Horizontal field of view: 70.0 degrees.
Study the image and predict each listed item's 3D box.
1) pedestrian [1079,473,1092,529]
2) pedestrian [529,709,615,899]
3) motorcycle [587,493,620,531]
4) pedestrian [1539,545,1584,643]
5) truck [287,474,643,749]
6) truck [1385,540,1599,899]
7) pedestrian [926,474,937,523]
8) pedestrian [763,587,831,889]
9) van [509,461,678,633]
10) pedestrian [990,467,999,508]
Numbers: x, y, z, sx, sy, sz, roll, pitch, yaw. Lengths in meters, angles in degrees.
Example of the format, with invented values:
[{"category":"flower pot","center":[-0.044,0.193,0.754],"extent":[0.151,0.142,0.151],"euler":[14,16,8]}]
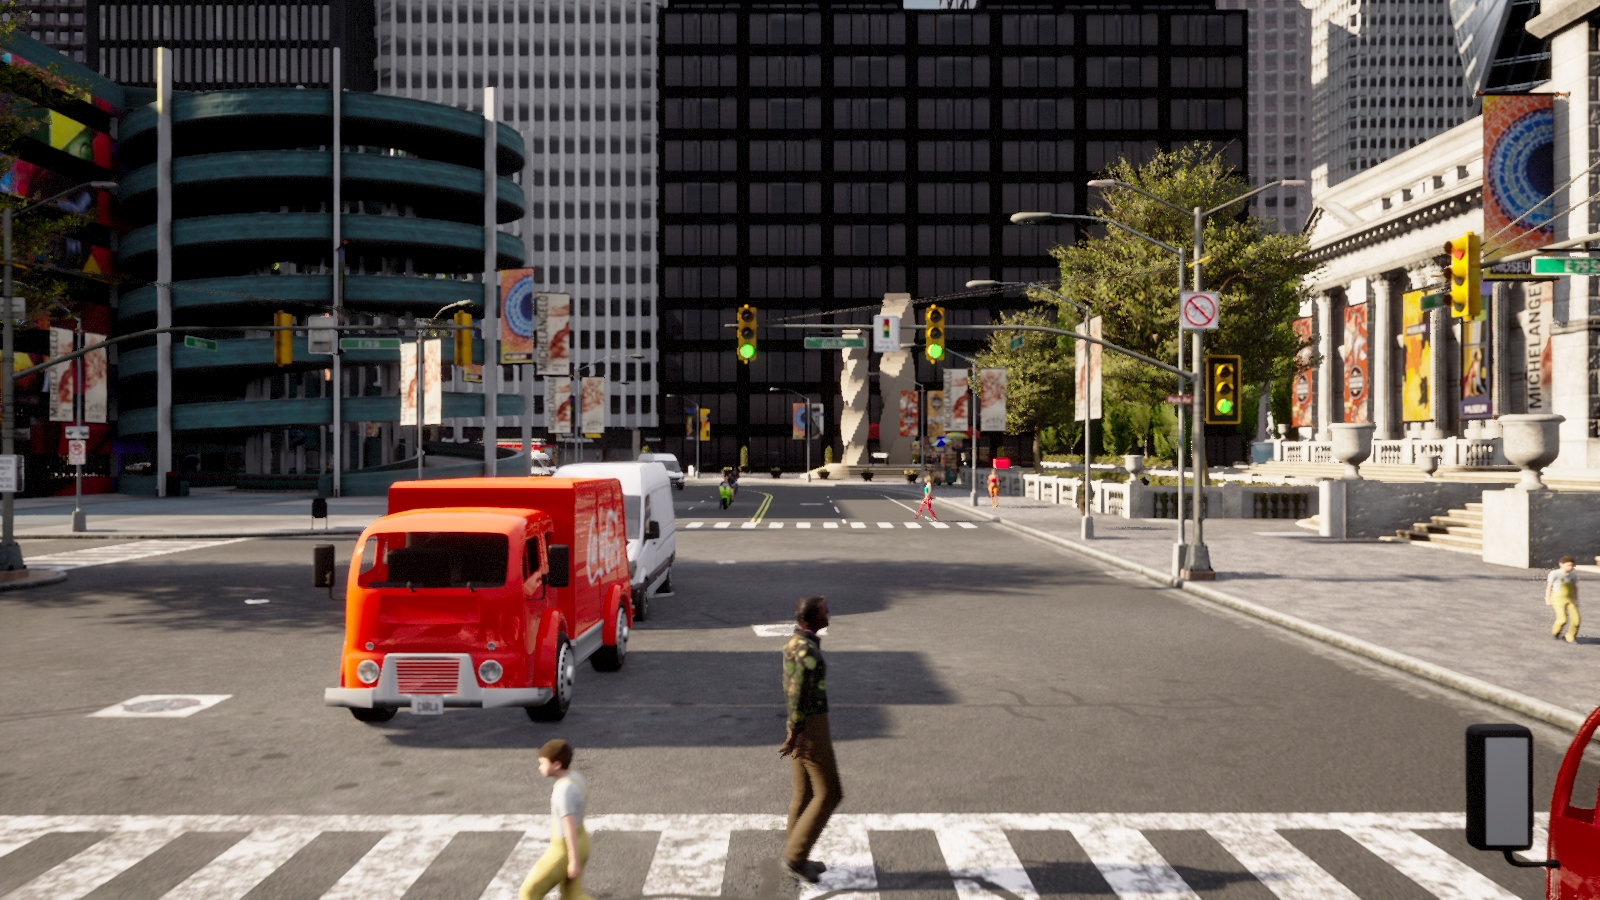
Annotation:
[{"category":"pedestrian","center":[9.574,1.702,38.303],"extent":[0.375,1.860,0.375],"euler":[0,0,5]},{"category":"pedestrian","center":[-1.258,2.130,6.325],"extent":[0.375,1.300,0.375],"euler":[0,0,5]},{"category":"motorcycle","center":[-6.937,2.188,40.431],"extent":[0.856,1.236,1.805],"euler":[0,0,0]},{"category":"pedestrian","center":[10.486,1.979,15.729],"extent":[0.375,1.300,0.375],"euler":[0,0,2]},{"category":"truck","center":[-3.501,1.570,13.332],"extent":[2.627,2.467,5.204],"euler":[0,0,0]},{"category":"truck","center":[3.496,1.567,1.660],"extent":[2.627,2.467,5.204],"euler":[0,0,0]},{"category":"pedestrian","center":[5.063,1.855,44.004],"extent":[0.375,1.860,0.375],"euler":[0,0,-5]},{"category":"pedestrian","center":[-0.026,1.851,7.464],"extent":[0.375,1.860,0.375],"euler":[0,0,-12]},{"category":"van","center":[-3.515,1.534,20.685],"extent":[1.988,2.561,5.915],"euler":[0,1,0]},{"category":"pedestrian","center":[8.804,1.703,51.794],"extent":[0.375,1.860,0.375],"euler":[0,0,5]}]
